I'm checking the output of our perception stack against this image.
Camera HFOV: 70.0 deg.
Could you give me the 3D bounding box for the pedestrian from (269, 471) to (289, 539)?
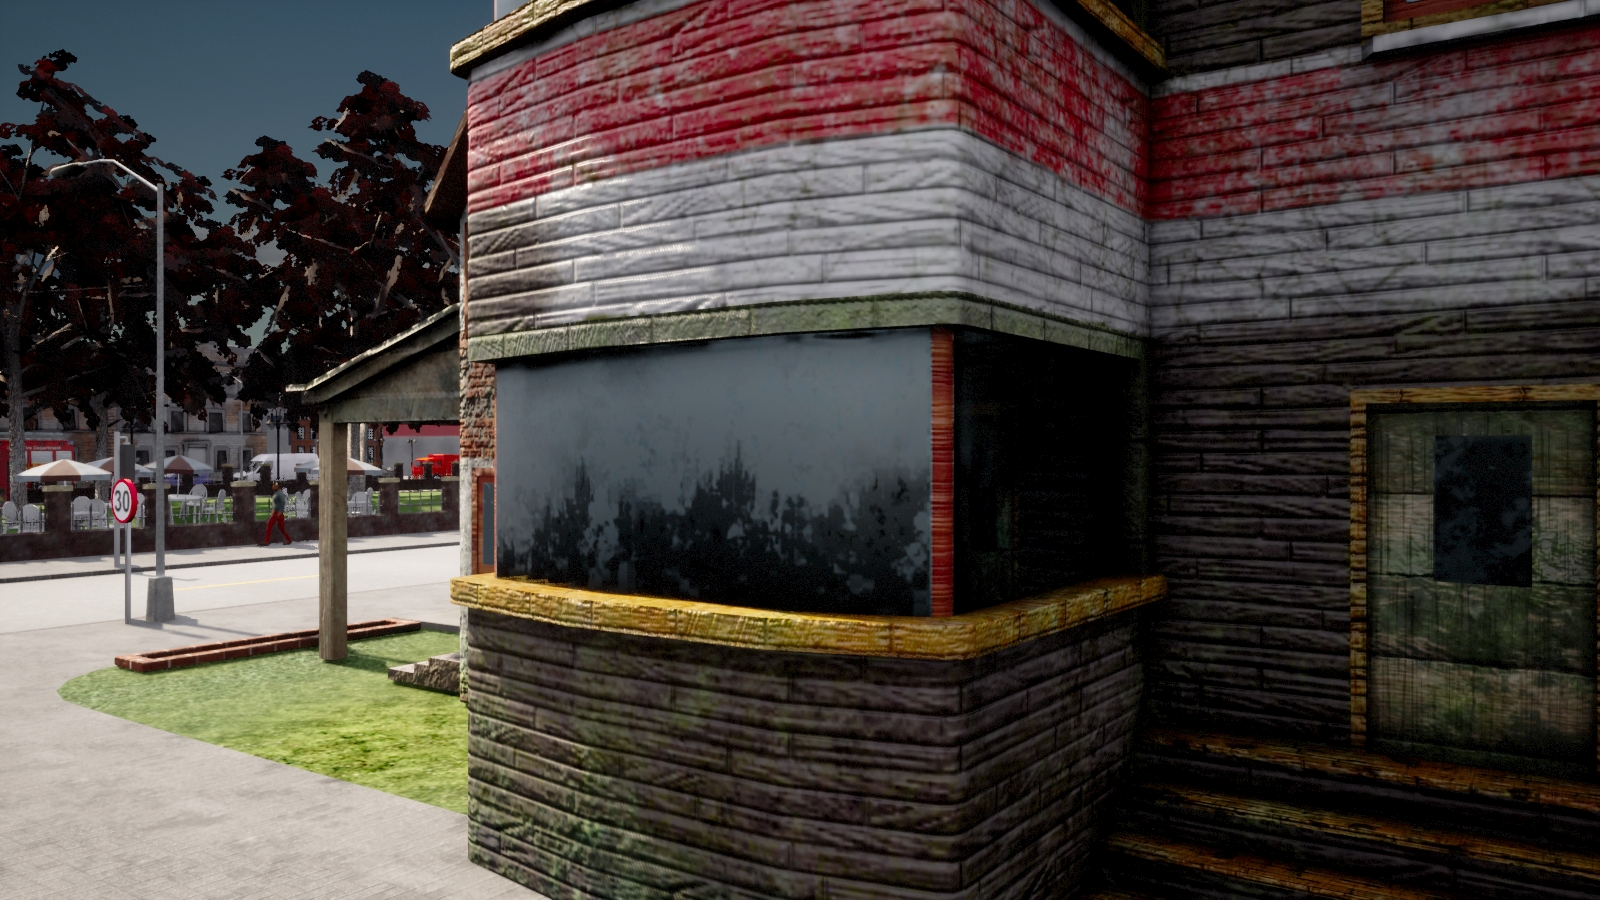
[{"bbox_3d":[-14.505,1.517,31.822,0.375,1.860,0.375,0,0,36],"label":"pedestrian"}]
